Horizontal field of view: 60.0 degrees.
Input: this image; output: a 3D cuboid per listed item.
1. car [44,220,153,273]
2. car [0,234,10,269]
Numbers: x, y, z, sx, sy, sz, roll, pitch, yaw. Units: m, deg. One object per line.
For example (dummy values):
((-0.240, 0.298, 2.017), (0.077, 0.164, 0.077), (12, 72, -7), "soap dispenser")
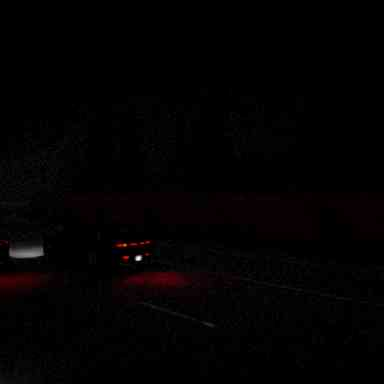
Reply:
((-3.447, 1.754, 11.751), (4.892, 1.490, 1.837), (0, -1, 41), "car")
((-7.715, 1.633, 10.843), (5.008, 1.535, 1.882), (0, -2, 41), "car")
